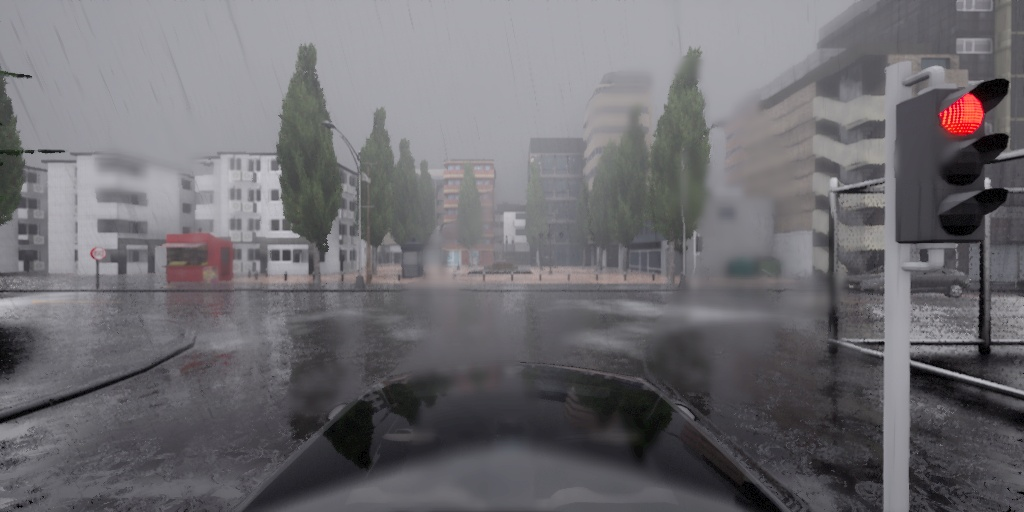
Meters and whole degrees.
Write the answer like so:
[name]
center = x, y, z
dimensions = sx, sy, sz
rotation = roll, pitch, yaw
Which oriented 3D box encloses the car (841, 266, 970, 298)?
[car]
center = 18.421, 1.147, 16.920
dimensions = 4.892, 1.490, 1.837
rotation = -1, 0, 0
